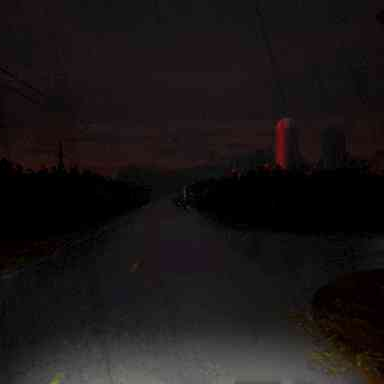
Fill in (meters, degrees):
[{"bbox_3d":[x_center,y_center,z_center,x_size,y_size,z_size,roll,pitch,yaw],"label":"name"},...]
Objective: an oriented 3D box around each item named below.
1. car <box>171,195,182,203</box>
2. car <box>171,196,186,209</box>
[{"bbox_3d":[-3.288,1.470,68.601,2.128,1.511,4.902,0,0,-4],"label":"car"},{"bbox_3d":[-1.796,1.533,45.108,2.033,1.411,5.357,0,0,-4],"label":"car"}]
